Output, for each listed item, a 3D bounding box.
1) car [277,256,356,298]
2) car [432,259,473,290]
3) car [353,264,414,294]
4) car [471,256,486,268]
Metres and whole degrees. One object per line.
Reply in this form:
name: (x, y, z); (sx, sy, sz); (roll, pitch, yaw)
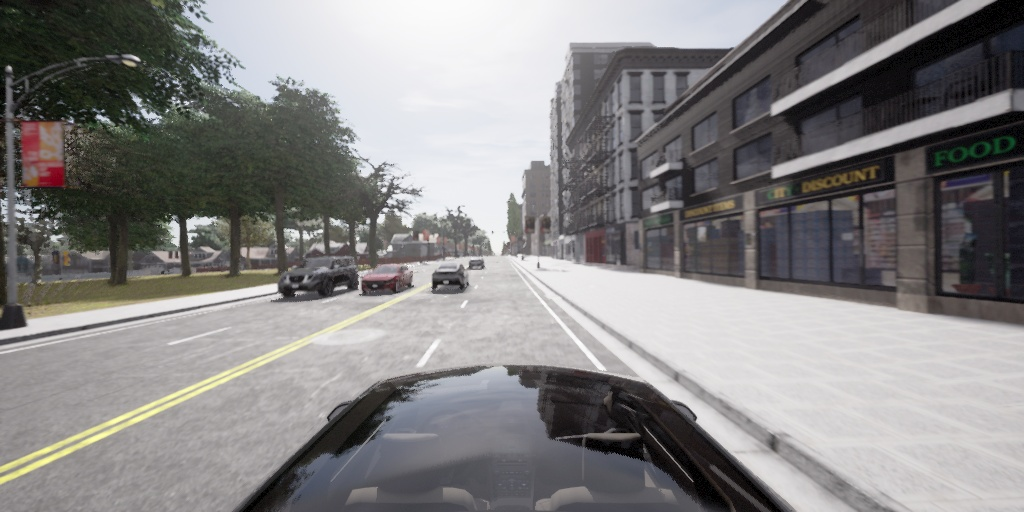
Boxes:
car: (-10.360, 1.043, 19.752); (2.150, 2.045, 5.566); (-1, 1, -2)
car: (-3.734, 1.183, 22.269); (1.837, 1.490, 4.892); (-1, 1, -2)
car: (-7.141, 1.230, 20.959); (1.882, 1.535, 5.008); (-1, 1, -2)
car: (-4.517, 0.796, 46.459); (2.128, 1.511, 4.902); (-1, 1, -2)
